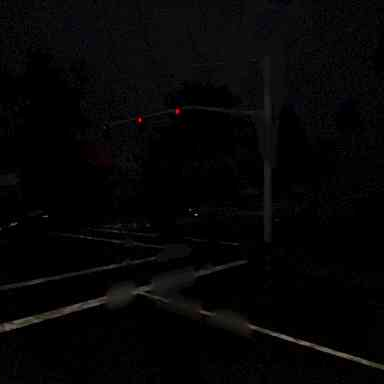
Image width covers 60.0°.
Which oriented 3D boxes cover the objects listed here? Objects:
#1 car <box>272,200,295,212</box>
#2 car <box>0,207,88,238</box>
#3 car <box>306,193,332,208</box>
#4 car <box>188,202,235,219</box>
[{"bbox_3d":[10.344,1.601,39.305,1.895,1.301,4.718,0,0,41],"label":"car"},{"bbox_3d":[-7.841,1.525,17.876,1.812,1.442,4.674,0,0,36],"label":"car"},{"bbox_3d":[18.696,1.223,48.873,2.150,2.045,5.566,0,0,41],"label":"car"},{"bbox_3d":[1.797,1.601,29.481,1.895,1.301,4.718,0,0,41],"label":"car"}]
